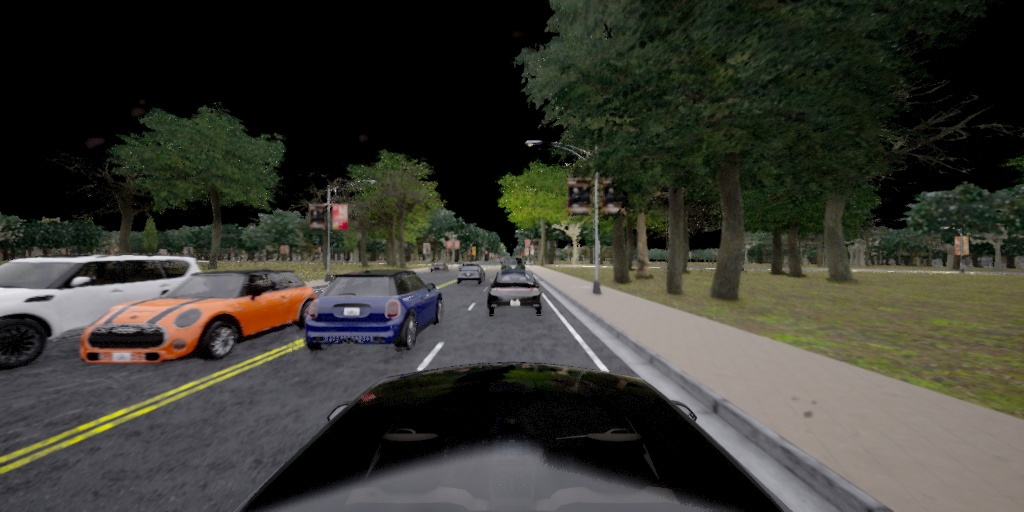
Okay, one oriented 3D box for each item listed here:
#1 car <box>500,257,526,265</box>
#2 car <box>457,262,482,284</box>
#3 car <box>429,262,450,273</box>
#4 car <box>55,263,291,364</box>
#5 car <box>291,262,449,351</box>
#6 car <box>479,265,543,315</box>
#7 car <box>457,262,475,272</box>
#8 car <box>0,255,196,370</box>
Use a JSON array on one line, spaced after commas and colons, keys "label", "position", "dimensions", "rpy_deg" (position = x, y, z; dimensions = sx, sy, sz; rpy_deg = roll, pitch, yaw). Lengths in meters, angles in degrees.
[{"label": "car", "position": [0.112, 1.092, 32.814], "dimensions": [2.150, 2.045, 5.566], "rpy_deg": [0, 0, 0]}, {"label": "car", "position": [-3.140, 1.397, 28.323], "dimensions": [2.033, 1.411, 5.357], "rpy_deg": [0, 0, 0]}, {"label": "car", "position": [-9.814, 1.514, 48.752], "dimensions": [1.994, 1.385, 4.181], "rpy_deg": [0, 0, 0]}, {"label": "car", "position": [-6.599, 1.117, 8.306], "dimensions": [2.097, 1.767, 4.553], "rpy_deg": [0, 0, 0]}, {"label": "car", "position": [-3.149, 1.119, 9.178], "dimensions": [2.097, 1.767, 4.553], "rpy_deg": [0, 0, 0]}, {"label": "car", "position": [0.104, 1.274, 13.620], "dimensions": [2.128, 1.511, 4.902], "rpy_deg": [0, 0, 0]}, {"label": "car", "position": [-6.553, 1.526, 51.205], "dimensions": [1.994, 1.385, 4.181], "rpy_deg": [0, 0, 0]}, {"label": "car", "position": [-9.847, 0.986, 8.100], "dimensions": [2.150, 2.045, 5.566], "rpy_deg": [0, 0, 0]}]
